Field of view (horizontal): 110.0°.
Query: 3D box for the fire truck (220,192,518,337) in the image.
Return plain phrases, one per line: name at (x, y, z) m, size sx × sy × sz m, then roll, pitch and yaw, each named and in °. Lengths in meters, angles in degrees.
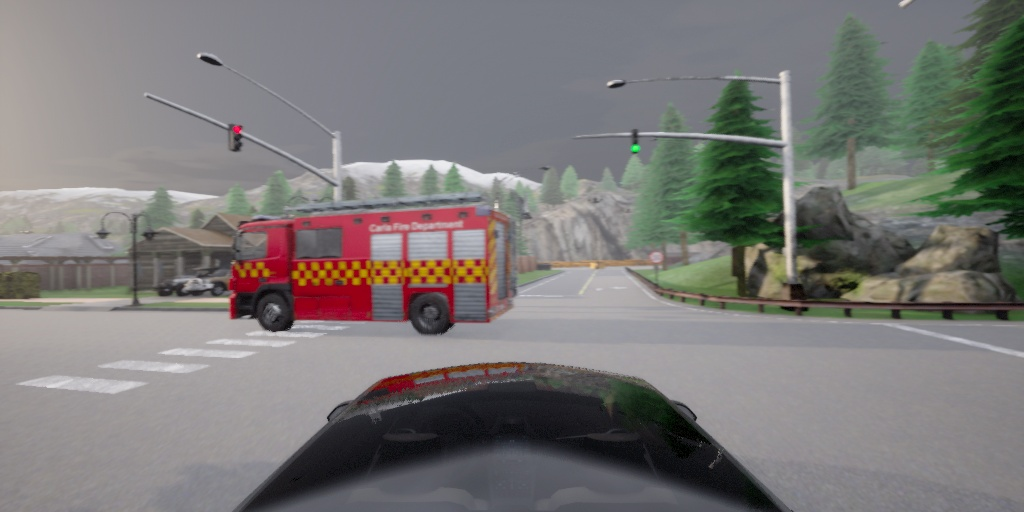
fire truck at (-4.249, 0.287, 11.257) m, size 8.468 × 3.827 × 2.891 m, roll -2°, pitch 0°, yaw 13°
